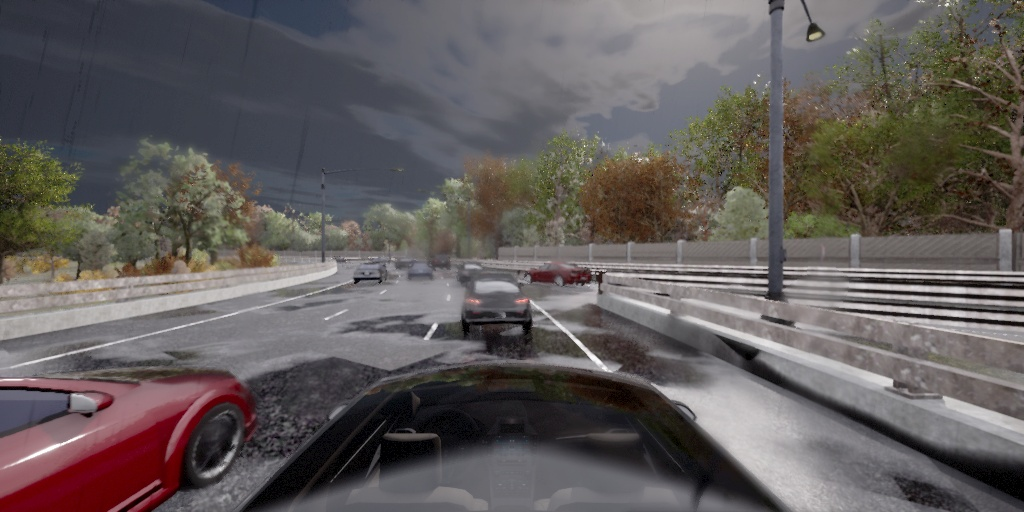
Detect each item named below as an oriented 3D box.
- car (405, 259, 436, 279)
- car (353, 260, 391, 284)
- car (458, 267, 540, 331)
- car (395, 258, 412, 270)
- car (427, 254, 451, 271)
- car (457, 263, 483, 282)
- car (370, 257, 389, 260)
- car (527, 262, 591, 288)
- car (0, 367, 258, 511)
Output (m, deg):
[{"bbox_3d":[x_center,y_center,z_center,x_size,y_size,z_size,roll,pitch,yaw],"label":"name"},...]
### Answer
[{"bbox_3d":[-7.894,1.200,30.780,1.994,1.385,4.181,0,0,-16],"label":"car"},{"bbox_3d":[-10.132,1.202,25.901,2.033,1.411,5.357,0,0,-14],"label":"car"},{"bbox_3d":[-0.537,1.240,10.793,1.812,1.442,4.674,0,0,-6],"label":"car"},{"bbox_3d":[-14.504,1.046,48.087,1.882,1.535,5.008,0,0,-25],"label":"car"},{"bbox_3d":[-9.351,0.798,45.296,2.150,2.045,5.566,0,0,-24],"label":"car"},{"bbox_3d":[-2.778,1.184,24.828,1.812,1.442,4.674,0,0,-12],"label":"car"},{"bbox_3d":[-17.709,1.066,46.673,2.128,1.511,4.902,0,0,-25],"label":"car"},{"bbox_3d":[2.803,1.143,23.170,1.882,1.535,5.008,0,0,-35],"label":"car"},{"bbox_3d":[-3.550,1.313,1.887,1.994,1.385,4.181,0,0,0],"label":"car"}]
